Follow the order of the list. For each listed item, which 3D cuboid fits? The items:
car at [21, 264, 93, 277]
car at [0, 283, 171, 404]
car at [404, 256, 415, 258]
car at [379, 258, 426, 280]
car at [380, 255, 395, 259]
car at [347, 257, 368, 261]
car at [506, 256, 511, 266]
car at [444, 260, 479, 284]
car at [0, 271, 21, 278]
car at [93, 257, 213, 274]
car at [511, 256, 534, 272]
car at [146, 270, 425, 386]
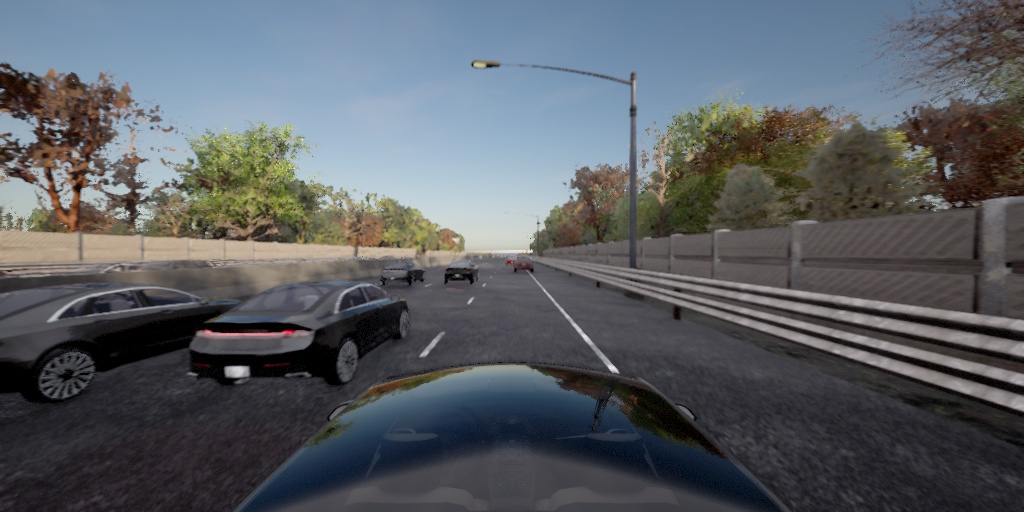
[{"bbox_3d":[-21.088,1.102,18.702,2.128,1.511,4.902,0,0,0],"label":"car"},{"bbox_3d":[-6.899,1.204,6.237,2.128,1.511,4.902,0,0,0],"label":"car"},{"bbox_3d":[-17.501,0.795,61.018,1.882,1.535,5.008,0,0,0],"label":"car"},{"bbox_3d":[-6.895,1.068,23.121,2.128,1.511,4.902,0,0,0],"label":"car"},{"bbox_3d":[-21.004,0.679,60.562,2.097,1.767,4.553,0,0,0],"label":"car"},{"bbox_3d":[-24.518,0.835,56.911,2.128,1.511,4.902,0,0,1],"label":"car"},{"bbox_3d":[0.016,0.816,58.004,1.882,1.535,5.008,0,1,0],"label":"car"},{"bbox_3d":[-3.393,1.041,24.802,1.882,1.535,5.008,0,0,0],"label":"car"},{"bbox_3d":[-24.593,1.235,15.755,1.895,1.301,4.718,0,0,0],"label":"car"},{"bbox_3d":[-17.589,0.966,18.323,2.097,1.767,4.553,0,0,0],"label":"car"},{"bbox_3d":[1.233,0.816,38.922,2.097,1.767,4.553,0,0,0],"label":"car"},{"bbox_3d":[-3.398,1.199,6.859,2.128,1.511,4.902,0,0,0],"label":"car"}]
